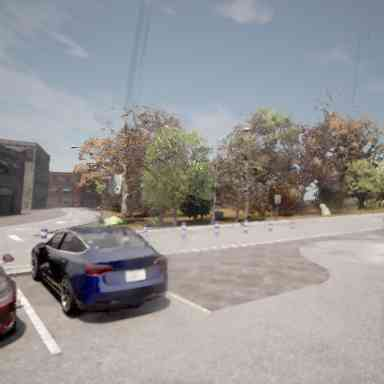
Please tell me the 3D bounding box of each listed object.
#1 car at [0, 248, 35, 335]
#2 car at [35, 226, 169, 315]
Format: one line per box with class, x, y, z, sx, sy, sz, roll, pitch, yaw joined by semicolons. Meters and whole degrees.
car;-4.585;1.508;6.139;2.163;1.488;4.792;0;0;-35
car;-2.353;1.525;7.803;2.163;1.488;4.792;0;0;-35
